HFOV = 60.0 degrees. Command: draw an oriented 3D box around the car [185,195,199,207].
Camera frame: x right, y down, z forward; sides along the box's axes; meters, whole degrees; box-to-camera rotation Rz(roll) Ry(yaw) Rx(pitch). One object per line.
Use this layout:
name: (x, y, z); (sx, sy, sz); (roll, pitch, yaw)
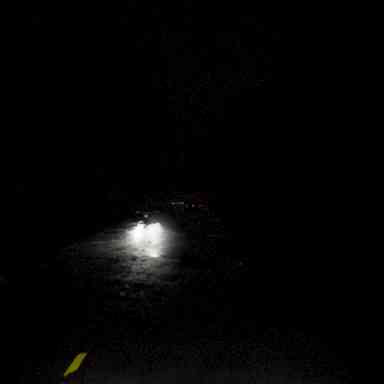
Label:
car: (0.039, 1.214, 47.305); (1.882, 1.535, 5.008); (0, 1, 1)

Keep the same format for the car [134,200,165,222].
car: (-3.094, 1.344, 24.875); (2.128, 1.511, 4.902); (0, 0, 0)

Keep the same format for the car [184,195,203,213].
car: (0.113, 1.348, 34.595); (2.033, 1.411, 5.357); (0, 0, 0)

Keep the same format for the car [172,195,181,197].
car: (-2.988, 0.864, 65.854); (1.994, 1.385, 4.181); (0, 0, 0)
